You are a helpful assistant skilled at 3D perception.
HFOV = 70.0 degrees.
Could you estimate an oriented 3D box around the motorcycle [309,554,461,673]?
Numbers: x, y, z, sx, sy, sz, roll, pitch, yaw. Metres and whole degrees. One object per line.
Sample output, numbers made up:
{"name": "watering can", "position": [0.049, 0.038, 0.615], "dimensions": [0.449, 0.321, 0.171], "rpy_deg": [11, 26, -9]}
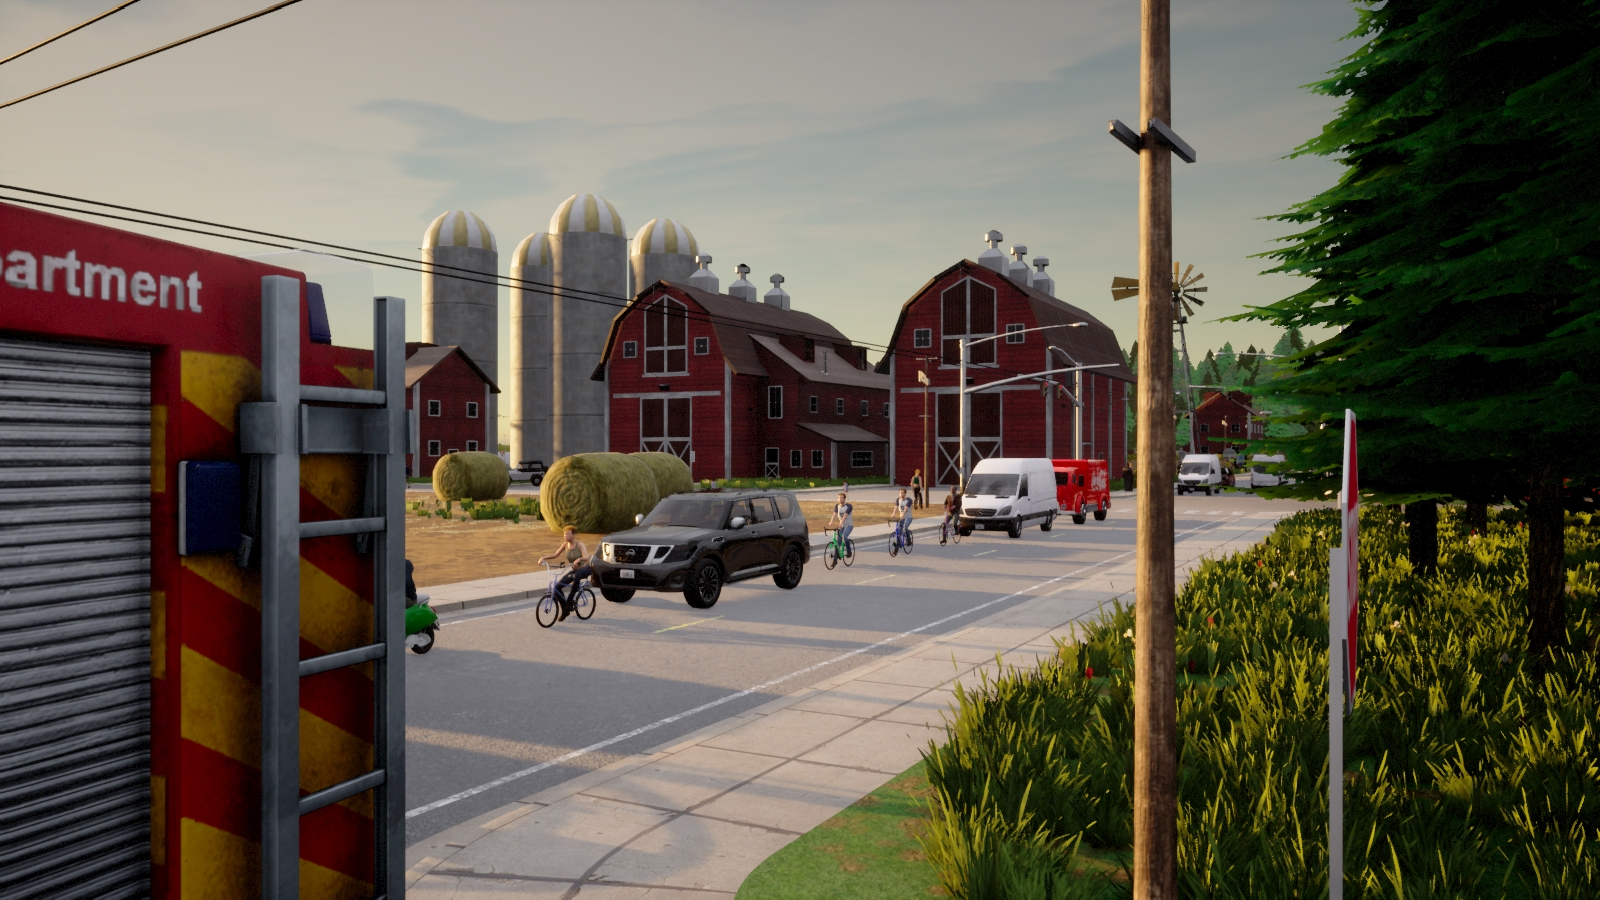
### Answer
{"name": "motorcycle", "position": [-5.533, 2.142, 15.333], "dimensions": [0.856, 1.316, 1.805], "rpy_deg": [0, 0, 28]}

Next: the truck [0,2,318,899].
{"name": "truck", "position": [-6.009, 0.867, 3.750], "dimensions": [8.468, 3.827, 2.891], "rpy_deg": [0, 0, 20]}

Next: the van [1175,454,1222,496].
{"name": "van", "position": [25.690, 1.534, 73.536], "dimensions": [1.988, 2.561, 5.915], "rpy_deg": [0, 0, 28]}

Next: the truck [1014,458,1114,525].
{"name": "truck", "position": [10.572, 1.568, 45.383], "dimensions": [2.627, 2.467, 5.204], "rpy_deg": [0, 0, 28]}

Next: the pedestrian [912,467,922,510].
{"name": "pedestrian", "position": [5.073, 1.676, 49.561], "dimensions": [0.375, 1.860, 0.375], "rpy_deg": [0, 0, 22]}

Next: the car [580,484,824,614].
{"name": "car", "position": [-1.722, 1.779, 22.449], "dimensions": [2.150, 2.045, 5.566], "rpy_deg": [0, 0, 27]}

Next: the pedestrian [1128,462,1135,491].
{"name": "pedestrian", "position": [21.445, 1.694, 74.003], "dimensions": [0.375, 1.860, 0.375], "rpy_deg": [0, 0, 6]}

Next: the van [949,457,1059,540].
{"name": "van", "position": [7.076, 1.534, 38.960], "dimensions": [1.988, 2.561, 5.915], "rpy_deg": [0, 0, 28]}

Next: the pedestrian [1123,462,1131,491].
{"name": "pedestrian", "position": [20.855, 1.695, 72.852], "dimensions": [0.375, 1.860, 0.375], "rpy_deg": [0, 0, 36]}

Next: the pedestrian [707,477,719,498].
{"name": "pedestrian", "position": [-4.776, 2.052, 62.697], "dimensions": [0.500, 1.100, 0.500], "rpy_deg": [0, 0, 36]}

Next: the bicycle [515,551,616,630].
{"name": "bicycle", "position": [-3.795, 2.256, 18.603], "dimensions": [0.859, 1.080, 1.487], "rpy_deg": [0, 0, 28]}

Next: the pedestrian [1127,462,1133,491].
{"name": "pedestrian", "position": [21.192, 1.696, 73.367], "dimensions": [0.375, 1.860, 0.375], "rpy_deg": [0, 0, 16]}

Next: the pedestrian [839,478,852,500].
{"name": "pedestrian", "position": [2.410, 2.051, 60.339], "dimensions": [0.500, 1.100, 0.500], "rpy_deg": [0, 0, 29]}
